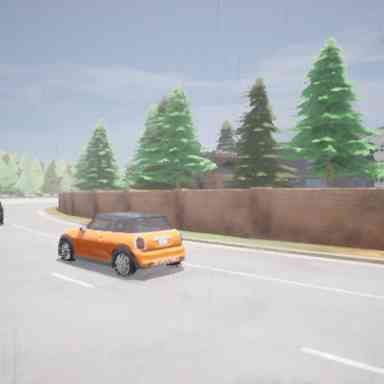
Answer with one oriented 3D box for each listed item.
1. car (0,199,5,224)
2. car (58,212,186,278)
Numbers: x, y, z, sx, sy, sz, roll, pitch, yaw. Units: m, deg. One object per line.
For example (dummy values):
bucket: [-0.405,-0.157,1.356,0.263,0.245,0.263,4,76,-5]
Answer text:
car: [-16.025,1.397,25.861,2.150,2.045,5.566,0,0,-36]
car: [-2.410,1.437,10.754,4.553,1.767,2.097,0,-1,41]
